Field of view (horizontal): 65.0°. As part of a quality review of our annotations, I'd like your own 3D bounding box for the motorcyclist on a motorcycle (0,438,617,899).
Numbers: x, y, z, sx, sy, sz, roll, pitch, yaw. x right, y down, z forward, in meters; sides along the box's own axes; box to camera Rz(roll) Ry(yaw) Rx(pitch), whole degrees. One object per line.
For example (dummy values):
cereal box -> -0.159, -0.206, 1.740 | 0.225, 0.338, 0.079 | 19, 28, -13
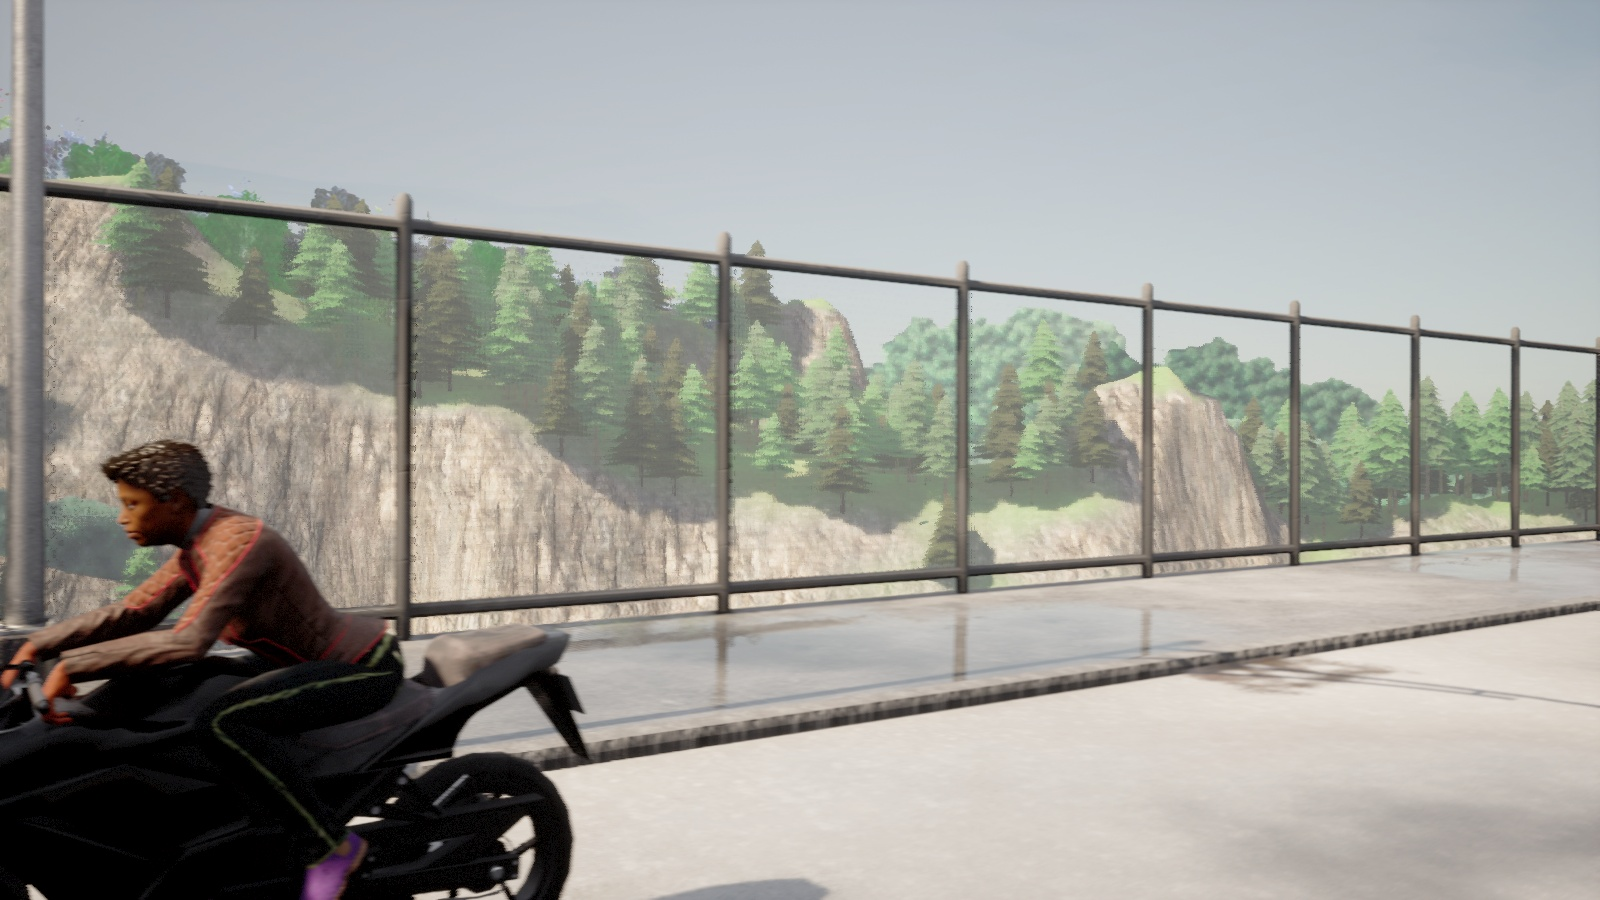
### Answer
motorcyclist on a motorcycle -> -1.567, 0.738, 3.177 | 2.044, 1.523, 0.797 | 0, 0, -35
